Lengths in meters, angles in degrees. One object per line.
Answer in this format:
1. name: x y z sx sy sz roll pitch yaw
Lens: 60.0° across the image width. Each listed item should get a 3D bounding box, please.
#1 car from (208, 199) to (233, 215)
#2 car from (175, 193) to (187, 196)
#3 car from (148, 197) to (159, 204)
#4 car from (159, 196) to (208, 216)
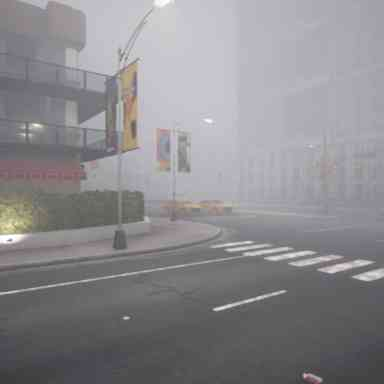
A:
1. car: 2.156 1.467 34.323 1.882 1.535 5.008 0 0 -35
2. car: -2.433 1.205 62.116 2.150 2.045 5.566 0 0 -20
3. car: -6.048 1.587 59.314 4.718 1.301 1.895 0 0 42
4. car: -0.974 1.469 32.689 1.882 1.535 5.008 0 0 -35
